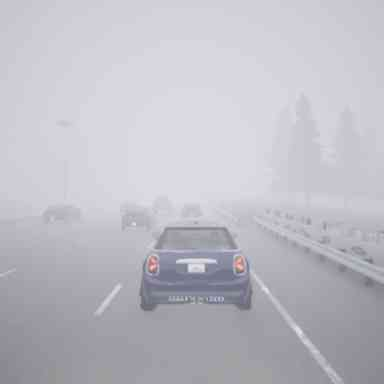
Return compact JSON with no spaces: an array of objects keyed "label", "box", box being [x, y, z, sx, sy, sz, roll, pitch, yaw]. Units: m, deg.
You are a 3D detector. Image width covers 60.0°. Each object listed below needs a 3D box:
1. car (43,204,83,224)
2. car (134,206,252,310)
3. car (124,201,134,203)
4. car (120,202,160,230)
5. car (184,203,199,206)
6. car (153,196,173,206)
[{"label":"car","box":[-10.510,1.742,27.368,1.837,1.490,4.892,0,-1,0]},{"label":"car","box":[0.072,1.399,8.083,2.097,1.767,4.553,0,0,0]},{"label":"car","box":[-7.058,1.834,38.480,1.837,1.490,4.892,0,-1,0]},{"label":"car","box":[-3.488,1.684,22.352,1.837,1.490,4.892,0,0,0]},{"label":"car","box":[-0.024,1.751,30.707,1.837,1.490,4.892,0,-1,0]},{"label":"car","box":[-3.566,1.561,40.473,2.150,2.045,5.566,0,-1,0]}]
